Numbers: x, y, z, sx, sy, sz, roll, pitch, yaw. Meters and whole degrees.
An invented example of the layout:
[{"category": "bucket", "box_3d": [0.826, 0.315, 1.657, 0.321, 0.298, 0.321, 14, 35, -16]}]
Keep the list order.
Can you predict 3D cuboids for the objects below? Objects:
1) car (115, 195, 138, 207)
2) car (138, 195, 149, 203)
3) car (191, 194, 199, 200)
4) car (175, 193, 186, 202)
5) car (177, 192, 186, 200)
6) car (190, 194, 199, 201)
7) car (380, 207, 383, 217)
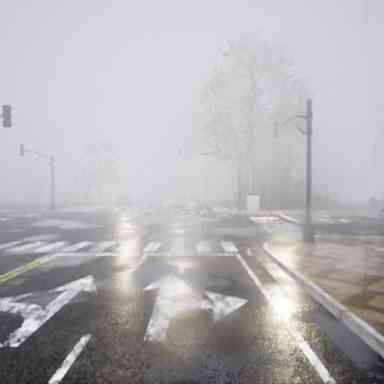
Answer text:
[{"category": "car", "box_3d": [-9.657, 1.227, 47.875, 2.097, 1.767, 4.553, 0, 0, 1]}, {"category": "car", "box_3d": [-9.346, 1.350, 63.177, 1.812, 1.442, 4.674, 0, 0, 1]}, {"category": "car", "box_3d": [0.752, 1.203, 82.372, 1.994, 1.385, 4.181, 0, 0, 1]}, {"category": "car", "box_3d": [-2.669, 1.312, 72.394, 1.812, 1.442, 4.674, 0, 0, 1]}, {"category": "car", "box_3d": [-2.498, 1.005, 82.397, 2.097, 1.767, 4.553, 0, 0, 1]}, {"category": "car", "box_3d": [0.580, 1.340, 72.305, 1.994, 1.385, 4.181, 0, 0, 1]}, {"category": "car", "box_3d": [16.890, 1.371, 25.065, 5.008, 1.535, 1.882, 0, 1, 3]}]
